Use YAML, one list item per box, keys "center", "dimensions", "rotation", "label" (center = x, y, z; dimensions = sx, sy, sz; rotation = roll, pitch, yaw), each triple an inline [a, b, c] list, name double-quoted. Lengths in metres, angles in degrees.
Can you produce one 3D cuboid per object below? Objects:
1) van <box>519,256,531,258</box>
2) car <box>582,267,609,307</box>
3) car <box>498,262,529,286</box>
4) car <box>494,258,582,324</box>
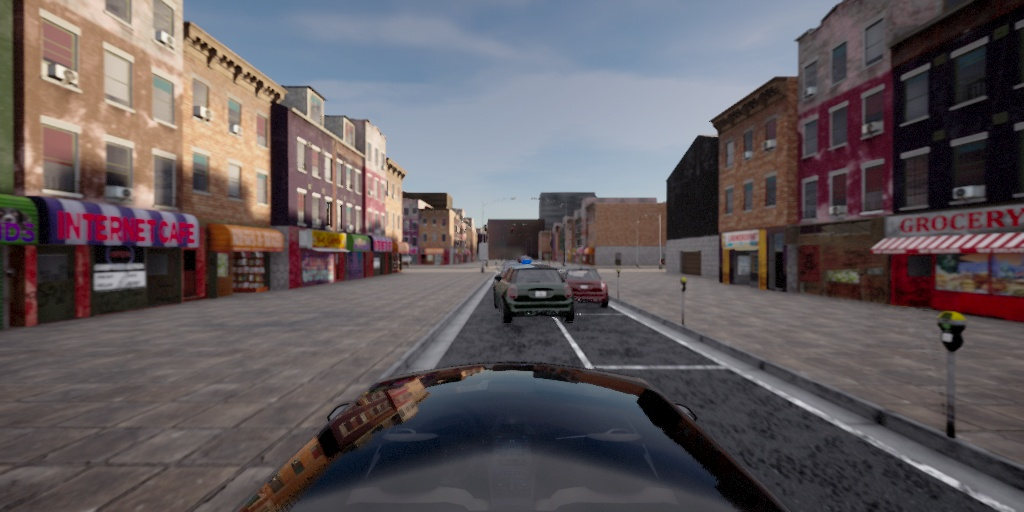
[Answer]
- center: [2.661, 0.948, 64.711]
  dimensions: [1.690, 1.789, 3.998]
  rotation: [0, 0, 0]
  label: "van"
- center: [2.643, 1.142, 14.992]
  dimensions: [1.967, 1.591, 4.097]
  rotation: [0, 0, 0]
  label: "car"
- center: [0.095, 1.217, 25.539]
  dimensions: [2.033, 1.411, 5.357]
  rotation: [0, 0, 0]
  label: "car"
- center: [0.552, 1.064, 12.061]
  dimensions: [2.097, 1.767, 4.553]
  rotation: [0, 0, -7]
  label: "car"
